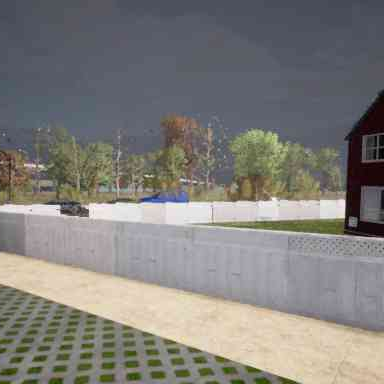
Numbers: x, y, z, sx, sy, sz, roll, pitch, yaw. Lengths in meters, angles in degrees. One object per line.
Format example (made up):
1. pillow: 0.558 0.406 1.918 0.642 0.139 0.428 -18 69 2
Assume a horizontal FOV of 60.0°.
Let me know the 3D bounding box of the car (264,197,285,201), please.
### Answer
1. car: 8.939 1.209 39.200 4.718 1.301 1.895 0 2 -18

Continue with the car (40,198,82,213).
1. car: -12.812 1.323 31.924 4.181 1.385 1.994 0 2 -18

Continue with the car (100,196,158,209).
1. car: -5.693 1.425 27.247 5.008 1.535 1.882 -1 2 -19

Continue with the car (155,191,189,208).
1. car: -2.999 0.906 35.204 5.566 2.045 2.150 -1 2 -19

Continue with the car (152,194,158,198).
1. car: -5.986 1.310 30.575 5.008 1.535 1.882 -1 2 -19
